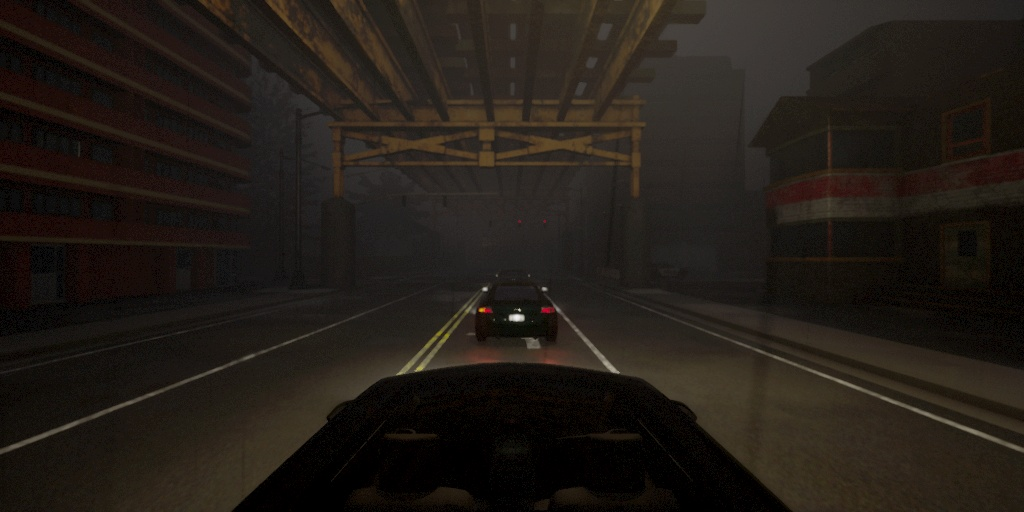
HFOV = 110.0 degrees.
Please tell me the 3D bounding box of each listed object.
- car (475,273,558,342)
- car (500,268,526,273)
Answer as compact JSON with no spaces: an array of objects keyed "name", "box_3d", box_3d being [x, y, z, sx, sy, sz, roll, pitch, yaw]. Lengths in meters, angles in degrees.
[{"name":"car","box_3d":[0.086,1.348,9.946,1.994,1.385,4.181,0,0,-1]},{"name":"car","box_3d":[0.056,1.361,19.896,2.033,1.411,5.357,0,0,0]}]
